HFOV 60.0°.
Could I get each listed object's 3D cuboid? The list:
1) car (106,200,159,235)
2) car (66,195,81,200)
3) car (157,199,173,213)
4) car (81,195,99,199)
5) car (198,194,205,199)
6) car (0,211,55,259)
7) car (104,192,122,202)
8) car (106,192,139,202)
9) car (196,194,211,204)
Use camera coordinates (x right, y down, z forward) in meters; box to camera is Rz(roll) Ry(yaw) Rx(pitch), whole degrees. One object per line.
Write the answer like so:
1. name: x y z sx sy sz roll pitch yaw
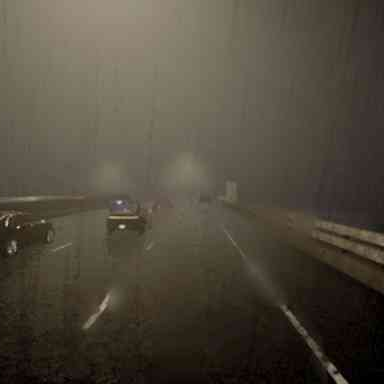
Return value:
1. car: -3.286 1.425 18.222 2.128 1.511 4.902 0 0 1
2. car: -23.216 1.287 65.890 1.882 1.535 5.008 0 0 2
3. car: -3.020 1.406 34.799 1.812 1.442 4.674 0 0 1
4. car: -19.717 1.333 65.780 1.812 1.442 4.674 0 0 2
5. car: 2.632 1.161 94.353 1.895 1.301 4.718 0 0 3
6. car: -6.845 1.457 12.431 1.837 1.490 4.892 0 0 1
7. car: -16.111 1.028 68.396 2.150 2.045 5.566 0 0 2
8. car: -6.562 1.108 32.849 2.150 2.045 5.566 0 0 1
9. car: 2.314 1.164 60.177 2.097 1.767 4.553 0 0 2
